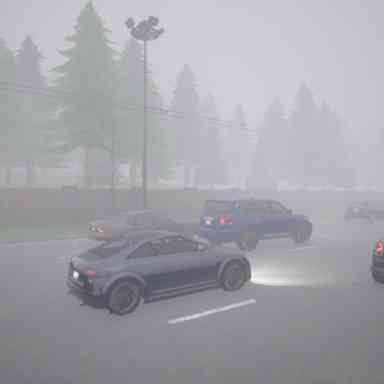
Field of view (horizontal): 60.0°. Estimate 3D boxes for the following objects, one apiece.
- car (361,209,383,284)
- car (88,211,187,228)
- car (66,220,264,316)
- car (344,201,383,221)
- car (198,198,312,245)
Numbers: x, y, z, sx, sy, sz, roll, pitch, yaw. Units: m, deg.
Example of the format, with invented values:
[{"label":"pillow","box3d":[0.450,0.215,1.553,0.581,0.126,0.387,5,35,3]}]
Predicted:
[{"label":"car","box3d":[6.575,1.396,8.437,4.553,1.767,2.097,0,0,-35]},{"label":"car","box3d":[-2.032,1.579,15.194,5.357,1.411,2.033,0,0,-35]},{"label":"car","box3d":[-0.622,1.581,7.603,4.181,1.385,1.994,0,0,-35]},{"label":"car","box3d":[14.388,1.471,26.903,4.553,1.767,2.097,0,0,-35]},{"label":"car","box3d":[2.806,1.268,14.345,5.566,2.045,2.150,0,0,-35]}]
